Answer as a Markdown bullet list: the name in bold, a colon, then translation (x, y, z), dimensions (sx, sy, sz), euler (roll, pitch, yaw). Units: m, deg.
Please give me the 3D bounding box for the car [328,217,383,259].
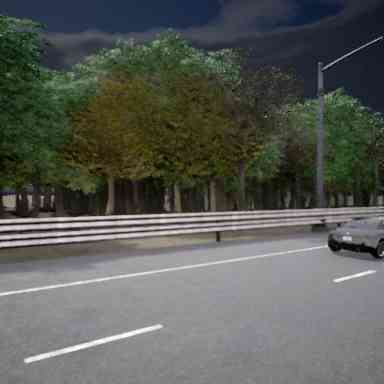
- **car**: translation (7.372, 1.701, 13.398), dimensions (4.181, 1.385, 1.994), euler (1, 0, -35)
